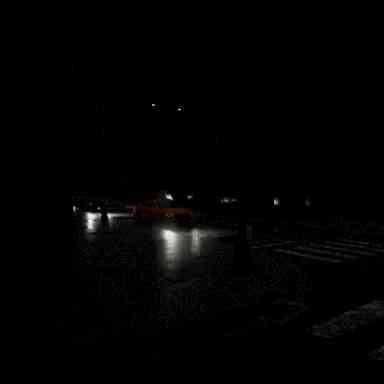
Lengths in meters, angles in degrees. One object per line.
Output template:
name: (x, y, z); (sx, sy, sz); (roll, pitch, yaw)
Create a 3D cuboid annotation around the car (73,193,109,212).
car: (-9.421, 1.095, 30.985); (1.895, 1.301, 4.718); (0, 1, -35)

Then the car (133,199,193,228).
car: (-1.865, 1.186, 20.242); (1.882, 1.535, 5.008); (0, 1, -35)
